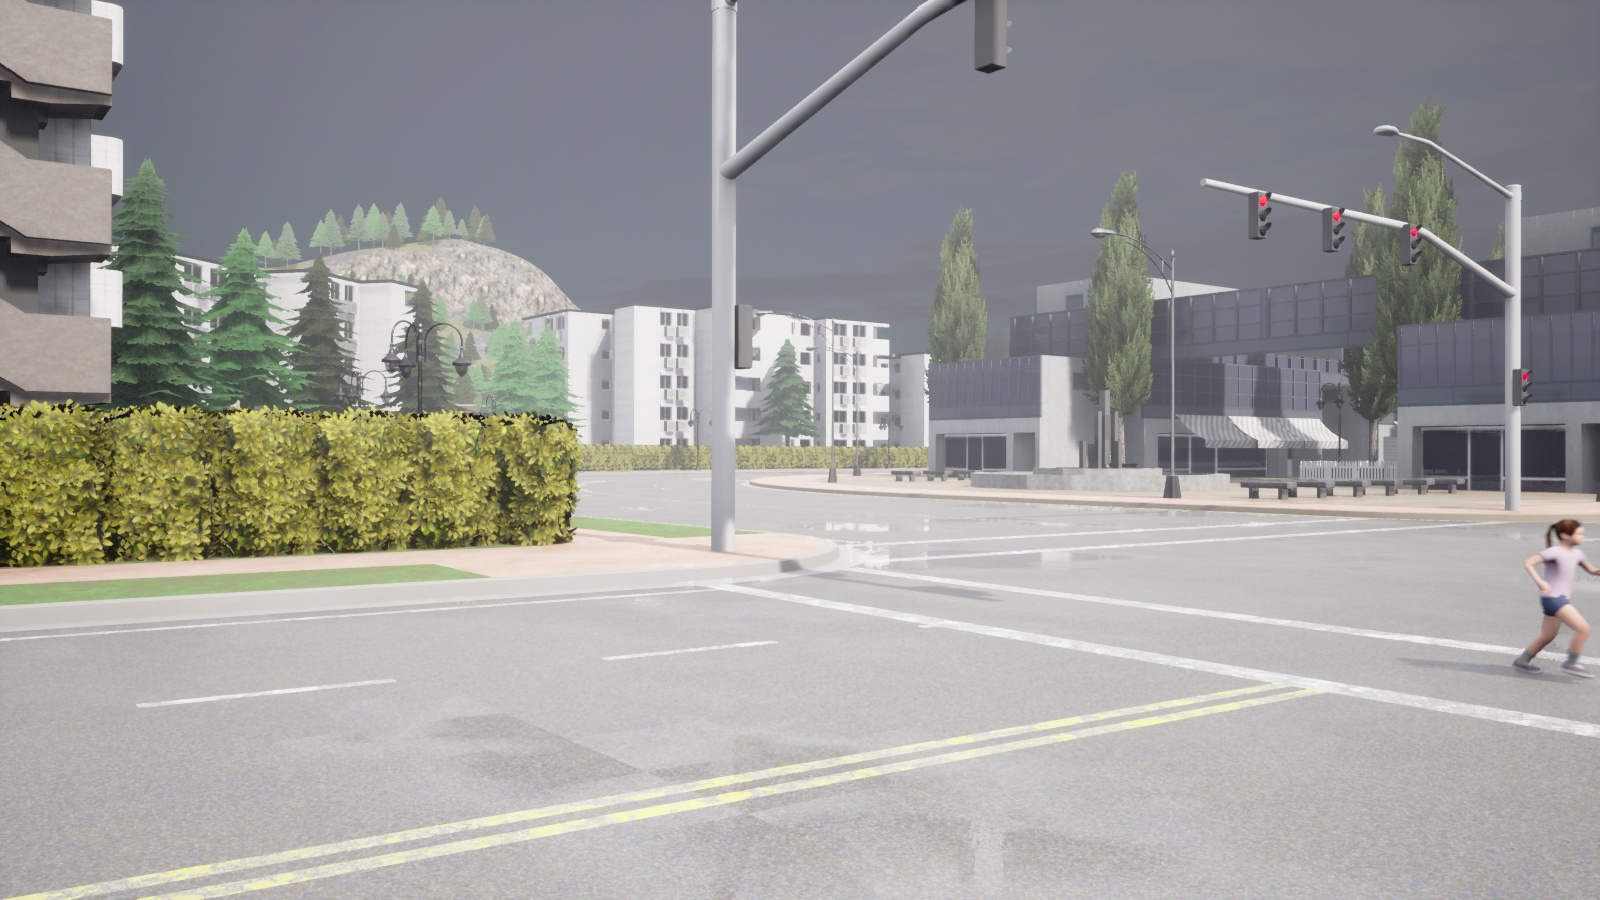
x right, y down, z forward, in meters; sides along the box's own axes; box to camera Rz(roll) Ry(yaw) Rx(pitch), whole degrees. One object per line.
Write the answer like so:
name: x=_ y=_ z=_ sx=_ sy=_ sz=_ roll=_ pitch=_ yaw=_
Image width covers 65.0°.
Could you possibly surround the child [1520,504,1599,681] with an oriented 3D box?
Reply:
child: x=5.013 y=0.923 z=8.282 sx=0.255 sy=1.110 sz=0.394 roll=0 pitch=0 yaw=-42
